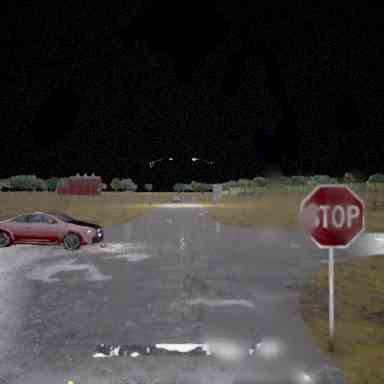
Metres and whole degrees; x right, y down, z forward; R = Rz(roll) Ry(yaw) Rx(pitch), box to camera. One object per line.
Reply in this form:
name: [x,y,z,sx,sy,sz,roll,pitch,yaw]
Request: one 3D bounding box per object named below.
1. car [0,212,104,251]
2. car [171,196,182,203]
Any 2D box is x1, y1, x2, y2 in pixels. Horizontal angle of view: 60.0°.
car: [-5.777,1.506,13.536,4.181,1.385,1.994,2,-1,0]
car: [-2.983,1.494,65.385,1.994,1.385,4.181,0,0,0]
